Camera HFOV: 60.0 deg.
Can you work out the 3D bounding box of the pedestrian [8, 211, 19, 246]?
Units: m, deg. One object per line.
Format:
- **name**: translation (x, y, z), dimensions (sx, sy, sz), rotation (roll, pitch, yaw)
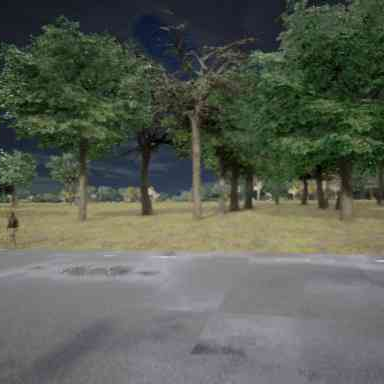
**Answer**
- **pedestrian**: translation (-9.524, 1.943, 17.681), dimensions (0.375, 1.860, 0.375), rotation (-1, -2, 15)
